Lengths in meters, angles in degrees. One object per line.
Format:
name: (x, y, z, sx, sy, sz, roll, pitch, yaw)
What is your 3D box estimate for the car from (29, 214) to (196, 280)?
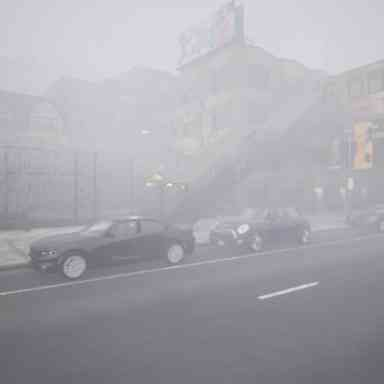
car: (-2.207, 1.482, 10.154, 5.008, 1.535, 2.097, 0, 0, -36)

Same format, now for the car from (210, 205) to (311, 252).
car: (2.945, 1.359, 13.997, 4.553, 1.767, 2.185, 0, 0, -36)

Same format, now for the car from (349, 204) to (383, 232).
car: (11.739, 1.490, 20.223, 4.892, 1.521, 2.231, 0, 0, -26)
